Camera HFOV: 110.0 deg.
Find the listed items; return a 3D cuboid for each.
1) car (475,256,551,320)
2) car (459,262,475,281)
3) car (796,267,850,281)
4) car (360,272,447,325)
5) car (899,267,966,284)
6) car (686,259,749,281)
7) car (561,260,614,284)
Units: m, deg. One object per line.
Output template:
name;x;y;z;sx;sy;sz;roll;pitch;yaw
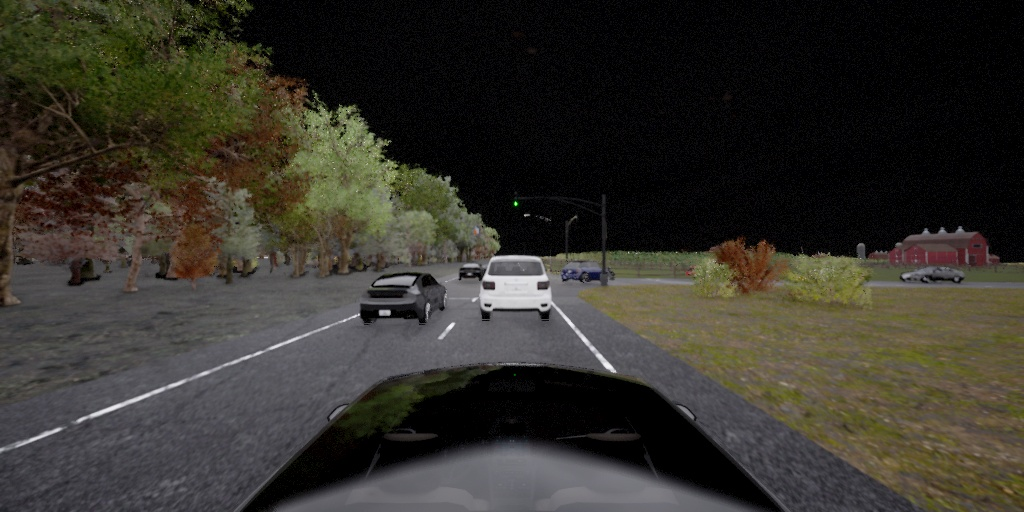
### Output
car;0.103;0.999;12.818;2.150;2.045;5.566;0;0;0
car;-3.400;1.293;31.171;1.882;1.535;5.008;0;0;0
car;29.523;1.720;33.909;4.674;1.442;1.812;1;-1;0
car;-3.399;1.278;11.990;1.837;1.490;4.892;0;0;0
car;39.570;1.796;33.848;4.902;1.511;2.128;1;-1;0
car;19.557;1.307;33.956;5.566;2.045;2.150;1;-1;0
car;5.978;1.180;28.027;4.553;1.767;2.097;1;-1;-39
